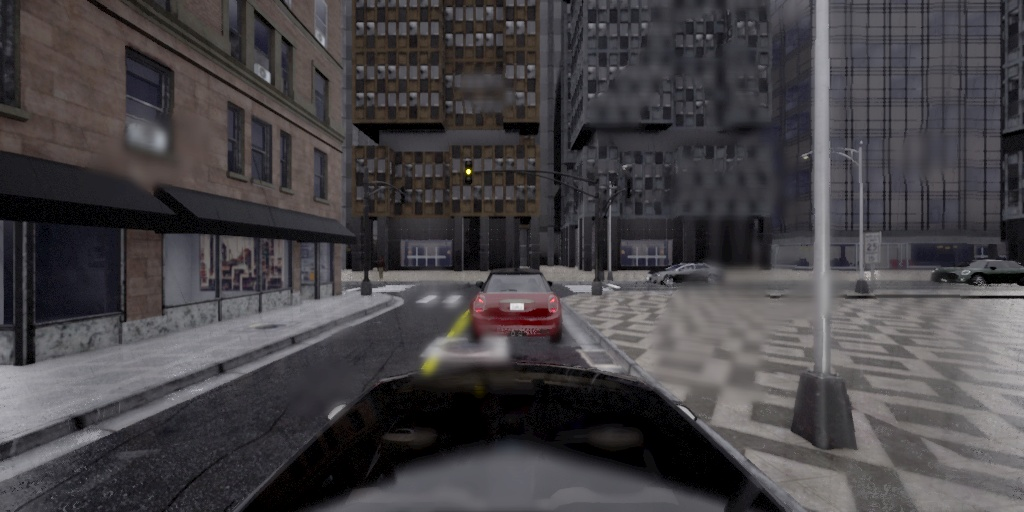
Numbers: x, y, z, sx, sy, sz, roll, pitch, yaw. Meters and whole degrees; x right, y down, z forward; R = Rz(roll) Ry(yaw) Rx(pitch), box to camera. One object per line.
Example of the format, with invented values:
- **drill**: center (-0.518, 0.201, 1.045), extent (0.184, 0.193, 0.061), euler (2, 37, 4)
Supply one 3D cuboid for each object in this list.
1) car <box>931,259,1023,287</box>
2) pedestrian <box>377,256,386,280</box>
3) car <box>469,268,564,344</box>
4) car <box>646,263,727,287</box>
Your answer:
- **car**: center (30.570, 1.048, 23.440), extent (4.553, 1.767, 2.097), euler (0, 0, 1)
- **pedestrian**: center (-9.832, 0.890, 26.936), extent (0.375, 1.860, 0.375), euler (0, 0, 1)
- **car**: center (0.070, 1.098, 9.751), extent (2.097, 1.767, 4.553), euler (0, 0, -1)
- **car**: center (11.435, 1.210, 23.659), extent (4.902, 1.511, 2.128), euler (0, 0, 0)
